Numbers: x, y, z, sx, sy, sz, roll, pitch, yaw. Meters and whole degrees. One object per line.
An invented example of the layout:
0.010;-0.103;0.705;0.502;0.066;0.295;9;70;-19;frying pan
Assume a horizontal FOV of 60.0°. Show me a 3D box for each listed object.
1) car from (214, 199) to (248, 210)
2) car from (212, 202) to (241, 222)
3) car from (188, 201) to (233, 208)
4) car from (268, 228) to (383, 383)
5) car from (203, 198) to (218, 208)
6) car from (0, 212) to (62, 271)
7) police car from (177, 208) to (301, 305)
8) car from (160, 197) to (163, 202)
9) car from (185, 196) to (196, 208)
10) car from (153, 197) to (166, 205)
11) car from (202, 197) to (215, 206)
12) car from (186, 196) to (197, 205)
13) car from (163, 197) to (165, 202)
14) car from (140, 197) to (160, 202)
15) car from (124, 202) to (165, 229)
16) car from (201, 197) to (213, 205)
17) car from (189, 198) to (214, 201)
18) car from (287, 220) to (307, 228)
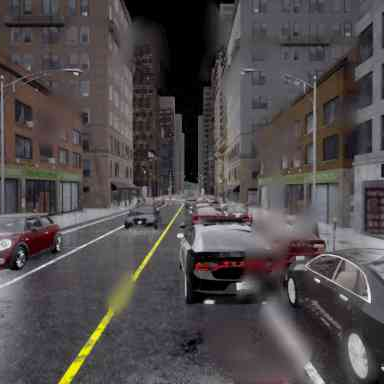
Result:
2.736;1.440;21.676;1.967;1.590;4.097;-1;0;0;car
2.734;1.546;27.181;1.887;1.381;4.507;-1;0;0;car
0.888;1.477;18.262;1.882;1.535;5.008;0;0;0;car
2.749;1.550;5.160;2.008;1.369;4.403;-1;0;0;car
2.719;1.556;49.202;1.887;1.381;4.507;-1;0;0;car
-5.781;1.439;10.660;1.967;1.590;4.097;-1;0;0;car
0.679;1.423;8.311;1.930;1.638;5.238;0;0;-5;police car
-5.806;1.577;49.196;1.947;1.339;4.313;-1;0;0;car
-0.005;1.501;47.031;2.128;1.511;4.902;0;0;0;car
-5.814;1.563;60.207;1.887;1.381;4.507;-1;0;0;car
2.715;1.559;54.707;1.887;1.381;4.507;-1;0;0;car
-0.040;1.522;58.834;1.837;1.490;4.892;0;0;0;car
-5.810;1.565;54.701;2.008;1.369;4.403;-1;0;0;car
-5.804;1.448;43.691;1.967;1.590;4.097;-1;0;0;car
-3.014;1.564;21.259;1.994;1.385;4.181;0;0;0;car
2.711;1.563;60.213;1.887;1.381;4.507;-1;0;0;car
0.884;1.478;24.262;1.882;1.535;5.008;0;0;0;car
2.745;1.544;10.666;1.887;1.381;4.507;-1;0;0;car
